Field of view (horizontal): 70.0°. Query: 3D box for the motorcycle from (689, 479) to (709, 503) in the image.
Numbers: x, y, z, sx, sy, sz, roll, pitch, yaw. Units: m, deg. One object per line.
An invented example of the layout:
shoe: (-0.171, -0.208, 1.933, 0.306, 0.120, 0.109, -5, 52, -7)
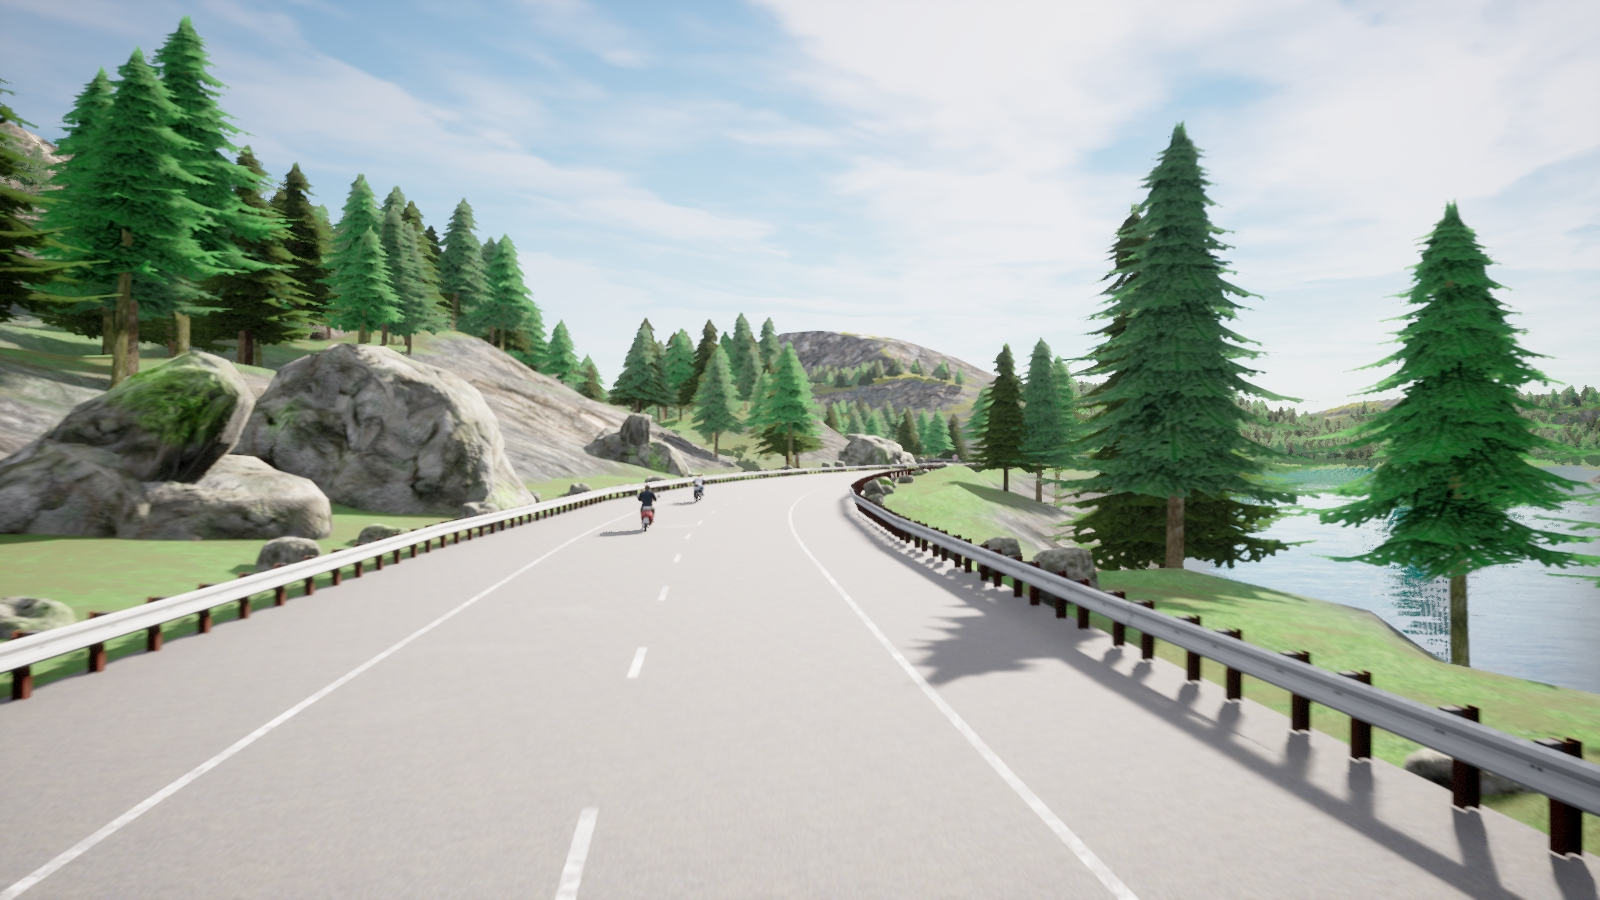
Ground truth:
motorcycle: (-5.389, 2.177, 61.140, 0.803, 1.217, 2.033, 0, 0, 2)

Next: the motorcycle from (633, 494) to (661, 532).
motorcycle: (-5.336, 2.182, 39.926, 0.856, 1.236, 1.805, 0, 0, -3)
